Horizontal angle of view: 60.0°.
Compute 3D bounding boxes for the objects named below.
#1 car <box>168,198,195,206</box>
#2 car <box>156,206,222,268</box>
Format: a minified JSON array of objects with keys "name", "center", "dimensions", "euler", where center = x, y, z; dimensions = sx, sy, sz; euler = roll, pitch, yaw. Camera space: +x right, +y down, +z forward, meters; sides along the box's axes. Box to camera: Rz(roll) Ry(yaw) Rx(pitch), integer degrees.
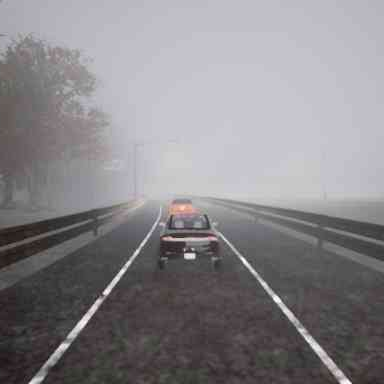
[{"name":"car","center":[-0.835,1.235,27.020],"dimensions":[2.097,1.767,4.553],"euler":[0,0,-3]},{"name":"car","center":[-0.115,1.440,11.035],"dimensions":[2.128,1.511,4.902],"euler":[0,0,-1]}]
